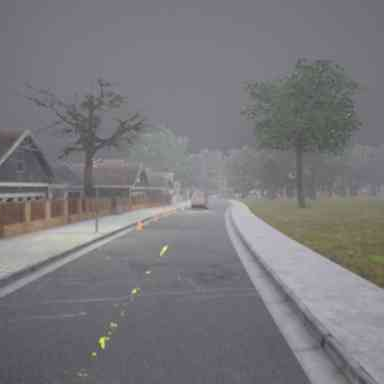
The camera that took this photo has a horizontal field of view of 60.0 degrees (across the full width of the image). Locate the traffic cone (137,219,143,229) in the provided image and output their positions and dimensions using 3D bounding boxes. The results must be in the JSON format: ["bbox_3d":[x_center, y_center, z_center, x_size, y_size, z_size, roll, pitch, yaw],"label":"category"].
[{"bbox_3d":[-3.153,1.922,19.983,0.340,0.580,0.340,0,0,4],"label":"traffic cone"}]

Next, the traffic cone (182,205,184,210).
[{"bbox_3d":[-1.140,1.895,40.041,0.340,0.580,0.340,0,0,8],"label":"traffic cone"}]

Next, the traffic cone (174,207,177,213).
[{"bbox_3d":[-1.765,1.901,35.040,0.340,0.580,0.340,0,0,7],"label":"traffic cone"}]

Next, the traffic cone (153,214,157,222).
[{"bbox_3d":[-2.772,1.915,25.009,0.340,0.580,0.340,0,0,5],"label":"traffic cone"}]

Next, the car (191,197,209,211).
[{"bbox_3d":[0.997,1.422,40.986,1.882,1.535,5.008,0,0,8],"label":"car"}]
